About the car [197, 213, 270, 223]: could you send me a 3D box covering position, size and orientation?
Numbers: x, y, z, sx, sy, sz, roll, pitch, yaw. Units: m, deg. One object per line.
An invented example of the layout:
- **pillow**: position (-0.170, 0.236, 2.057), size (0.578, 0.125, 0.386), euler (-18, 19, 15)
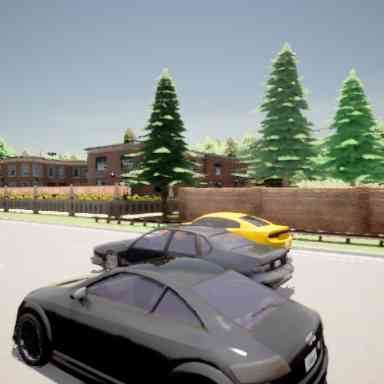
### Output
- **car**: position (0.982, 1.478, 11.891), size (5.008, 1.535, 1.882), euler (0, 0, 36)

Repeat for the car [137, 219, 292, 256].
- **car**: position (-0.243, 1.548, 8.466), size (5.357, 1.411, 2.033), euler (0, 0, 36)

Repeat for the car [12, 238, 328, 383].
- **car**: position (-0.496, 1.564, 4.346), size (4.181, 1.385, 1.994), euler (0, 0, 36)
